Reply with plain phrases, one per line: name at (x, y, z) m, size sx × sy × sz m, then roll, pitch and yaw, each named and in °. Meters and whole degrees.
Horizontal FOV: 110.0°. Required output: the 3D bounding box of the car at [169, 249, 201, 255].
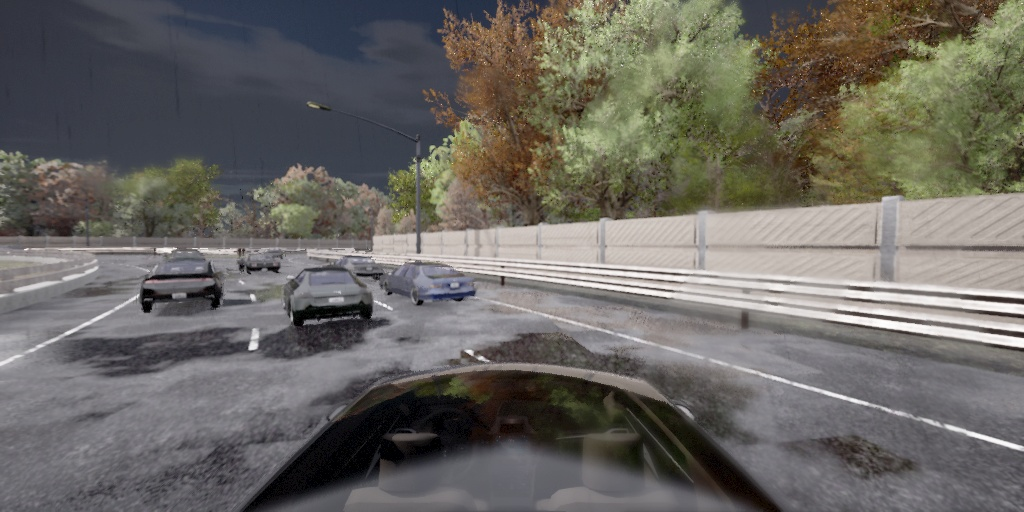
car at (-23.345, 0.282, 25.592) m, size 4.553 × 1.767 × 2.097 m, roll 2°, pitch 2°, yaw 43°

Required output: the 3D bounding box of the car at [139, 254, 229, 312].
car at (-11.103, 0.873, 12.327) m, size 2.128 × 1.511 × 4.902 m, roll -1°, pitch 2°, yaw -37°

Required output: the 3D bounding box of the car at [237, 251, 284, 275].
car at (-18.012, 0.561, 25.399) m, size 4.718 × 1.301 × 1.895 m, roll 2°, pitch 2°, yaw 45°

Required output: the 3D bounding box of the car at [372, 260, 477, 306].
car at (-3.376, 0.924, 13.648) m, size 2.033 × 1.411 × 5.357 m, roll -1°, pitch 2°, yaw -37°

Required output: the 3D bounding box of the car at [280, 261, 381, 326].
car at (-5.568, 1.020, 10.693) m, size 1.994 × 1.385 × 4.181 m, roll -1°, pitch 2°, yaw -35°

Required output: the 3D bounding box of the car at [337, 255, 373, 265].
car at (-9.394, 0.667, 21.356) m, size 2.033 × 1.411 × 5.357 m, roll -1°, pitch 2°, yaw -41°

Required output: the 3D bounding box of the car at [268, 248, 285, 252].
car at (-31.258, -0.264, 47.302) m, size 2.128 × 1.511 × 4.902 m, roll -1°, pitch 2°, yaw -31°
